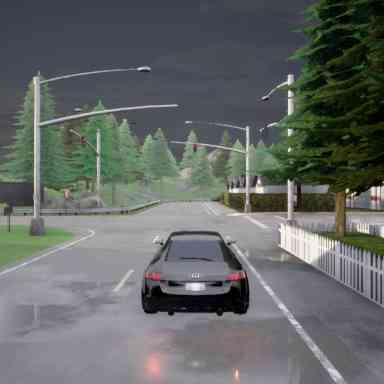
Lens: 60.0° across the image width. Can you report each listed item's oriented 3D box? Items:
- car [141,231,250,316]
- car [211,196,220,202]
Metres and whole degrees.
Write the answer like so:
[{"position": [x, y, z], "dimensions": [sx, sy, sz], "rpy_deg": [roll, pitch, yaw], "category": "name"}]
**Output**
[{"position": [0.075, 1.564, 7.604], "dimensions": [1.994, 1.385, 4.181], "rpy_deg": [0, 0, 1], "category": "car"}, {"position": [6.702, 1.525, 72.823], "dimensions": [5.357, 1.411, 2.033], "rpy_deg": [0, 0, -22], "category": "car"}]
